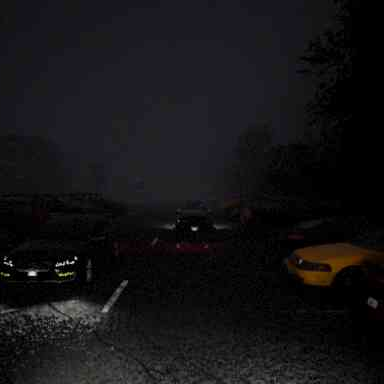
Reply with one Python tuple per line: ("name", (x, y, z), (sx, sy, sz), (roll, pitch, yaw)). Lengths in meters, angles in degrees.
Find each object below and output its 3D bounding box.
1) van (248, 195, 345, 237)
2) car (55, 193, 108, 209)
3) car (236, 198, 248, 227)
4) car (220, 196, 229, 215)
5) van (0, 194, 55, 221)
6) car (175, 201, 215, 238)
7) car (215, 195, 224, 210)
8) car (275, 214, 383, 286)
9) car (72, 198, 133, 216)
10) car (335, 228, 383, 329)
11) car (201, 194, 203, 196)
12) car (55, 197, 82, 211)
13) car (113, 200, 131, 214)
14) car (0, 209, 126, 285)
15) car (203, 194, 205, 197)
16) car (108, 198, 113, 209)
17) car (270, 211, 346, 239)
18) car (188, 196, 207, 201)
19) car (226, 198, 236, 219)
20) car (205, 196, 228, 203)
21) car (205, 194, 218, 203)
("van", (5.213, 1.153, 15.964), (4.442, 1.987, 1.878), (0, 0, 0))
("car", (-7.950, 1.113, 18.727), (5.566, 2.045, 2.435), (0, 0, 0))
("car", (5.070, 1.239, 18.745), (4.553, 1.767, 2.185), (0, 0, 0))
("car", (5.124, 1.335, 27.101), (5.008, 1.535, 2.097), (0, 0, 0))
("van", (-8.102, 1.170, 13.122), (4.442, 1.987, 1.878), (0, 0, 0))
("car", (0.115, 1.420, 16.931), (1.812, 1.442, 4.674), (0, 0, 0))
("car", (5.127, 1.334, 32.669), (5.008, 1.535, 2.097), (0, 0, 0))
("car", (4.903, 1.429, 7.609), (5.366, 1.575, 1.946), (0, 0, 0))
("car", (-7.960, 1.334, 29.939), (4.892, 1.521, 2.231), (0, 0, 0))
("car", (5.081, 1.449, 4.822), (5.008, 1.535, 2.097), (0, 0, 0))
("car", (5.326, 1.409, 95.189), (4.553, 1.767, 2.185), (0, 0, 0))
("car", (-8.014, 1.253, 15.927), (4.553, 1.767, 2.185), (0, 0, 0))
("car", (-7.932, 1.084, 27.137), (5.566, 2.045, 2.435), (0, 0, 0))
("car", (-3.343, 1.444, 9.395), (1.837, 1.490, 4.892), (0, 0, 0))
("car", (5.221, 1.432, 64.303), (5.008, 1.535, 2.097), (0, 0, 0))
("car", (-7.967, 1.351, 21.533), (4.892, 1.521, 2.231), (0, 0, 0))
("car", (5.088, 1.454, 10.394), (4.674, 1.452, 2.002), (0, 0, 0))
("car", (0.149, 1.419, 32.639), (1.994, 1.385, 4.181), (0, 0, 0))
("car", (5.115, 1.382, 24.314), (4.674, 1.452, 2.002), (0, 0, 0))
("car", (5.229, 1.494, 70.852), (4.674, 1.452, 2.002), (0, 0, 0))
("car", (5.205, 1.462, 61.154), (4.674, 1.452, 2.002), (0, 0, 0))
